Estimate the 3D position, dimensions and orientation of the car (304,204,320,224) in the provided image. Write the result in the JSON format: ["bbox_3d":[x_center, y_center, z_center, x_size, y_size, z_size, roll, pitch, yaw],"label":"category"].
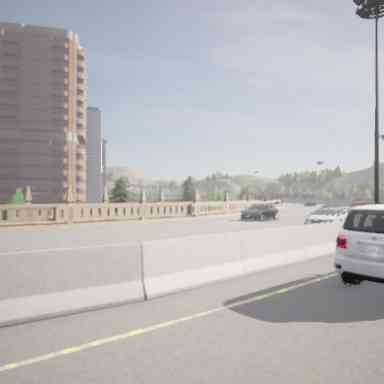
[{"bbox_3d":[9.209,1.793,22.408,1.812,1.442,4.674,0,-1,41],"label":"car"}]

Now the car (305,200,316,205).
[{"bbox_3d":[23.848,2.358,66.968,1.895,1.301,4.718,0,-1,13],"label":"car"}]

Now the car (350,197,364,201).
[{"bbox_3d":[28.725,1.952,57.757,2.150,2.045,5.566,0,0,17],"label":"car"}]

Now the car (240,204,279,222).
[{"bbox_3d":[6.115,1.810,29.598,1.837,1.490,4.892,0,0,38],"label":"car"}]

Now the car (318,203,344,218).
[{"bbox_3d":[15.339,2.004,36.624,1.994,1.385,4.181,0,-1,31],"label":"car"}]

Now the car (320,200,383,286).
[{"bbox_3d":[5.824,1.344,8.749,5.566,2.045,2.150,1,-1,-42],"label":"car"}]
